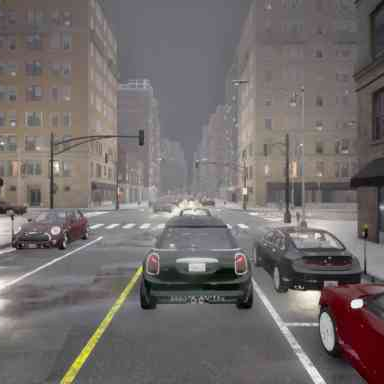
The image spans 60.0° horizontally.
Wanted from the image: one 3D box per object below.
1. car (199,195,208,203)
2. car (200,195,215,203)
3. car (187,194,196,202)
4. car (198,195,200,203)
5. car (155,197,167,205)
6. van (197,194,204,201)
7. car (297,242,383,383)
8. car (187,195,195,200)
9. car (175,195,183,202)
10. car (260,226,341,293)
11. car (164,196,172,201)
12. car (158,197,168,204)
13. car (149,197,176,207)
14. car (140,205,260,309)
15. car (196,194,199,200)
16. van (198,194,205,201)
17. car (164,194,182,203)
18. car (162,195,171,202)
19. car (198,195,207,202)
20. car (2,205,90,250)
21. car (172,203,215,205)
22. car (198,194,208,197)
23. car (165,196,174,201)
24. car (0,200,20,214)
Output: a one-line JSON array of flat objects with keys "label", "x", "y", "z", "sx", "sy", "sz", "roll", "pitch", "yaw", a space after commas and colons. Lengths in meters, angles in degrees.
[{"label": "car", "x": 2.503, "y": 1.541, "z": 74.575, "sx": 1.967, "sy": 1.590, "sz": 4.097, "roll": 0, "pitch": 0, "yaw": 0}, {"label": "car", "x": 2.661, "y": 1.590, "z": 52.547, "sx": 1.887, "sy": 1.381, "sz": 4.507, "roll": 0, "pitch": 0, "yaw": 0}, {"label": "car", "x": -0.207, "y": 1.706, "z": 80.049, "sx": 1.895, "sy": 1.301, "sz": 4.718, "roll": 0, "pitch": 0, "yaw": 0}, {"label": "car", "x": 2.622, "y": 1.622, "z": 58.053, "sx": 1.947, "sy": 1.339, "sz": 4.313, "roll": 0, "pitch": 0, "yaw": 0}, {"label": "car", "x": -5.943, "y": 1.613, "z": 63.505, "sx": 1.887, "sy": 1.381, "sz": 4.507, "roll": 0, "pitch": 0, "yaw": 0}, {"label": "van", "x": 2.385, "y": 1.503, "z": 91.096, "sx": 1.690, "sy": 1.788, "sz": 3.998, "roll": 0, "pitch": 0, "yaw": 0}, {"label": "car", "x": 2.682, "y": 1.545, "z": 3.128, "sx": 1.887, "sy": 1.381, "sz": 4.507, "roll": 0, "pitch": 0, "yaw": 0}, {"label": "car", "x": -0.279, "y": 1.543, "z": 90.025, "sx": 1.994, "sy": 1.385, "sz": 4.181, "roll": 0, "pitch": 0, "yaw": 0}, {"label": "car", "x": -3.224, "y": 1.593, "z": 82.310, "sx": 1.882, "sy": 1.535, "sz": 5.008, "roll": 0, "pitch": 0, "yaw": 0}, {"label": "car", "x": 2.694, "y": 1.553, "z": 8.620, "sx": 2.008, "sy": 1.369, "sz": 4.403, "roll": 0, "pitch": 0, "yaw": 0}, {"label": "car", "x": -6.101, "y": 1.721, "z": 85.537, "sx": 1.802, "sy": 1.307, "sz": 4.206, "roll": 0, "pitch": 0, "yaw": 0}, {"label": "car", "x": -5.983, "y": 1.665, "z": 69.013, "sx": 1.802, "sy": 1.307, "sz": 4.206, "roll": 0, "pitch": 0, "yaw": 0}, {"label": "car", "x": -3.023, "y": 1.519, "z": 35.199, "sx": 1.837, "sy": 1.490, "sz": 4.892, "roll": 0, "pitch": -1, "yaw": 0}, {"label": "car", "x": 0.066, "y": 1.355, "z": 8.017, "sx": 2.097, "sy": 1.767, "sz": 4.553, "roll": 0, "pitch": 0, "yaw": -1}, {"label": "car", "x": 2.543, "y": 1.399, "z": 69.068, "sx": 2.192, "sy": 1.841, "sz": 5.009, "roll": 0, "pitch": 0, "yaw": 0}, {"label": "van", "x": 2.425, "y": 1.481, "z": 85.590, "sx": 1.690, "sy": 1.788, "sz": 3.998, "roll": 0, "pitch": 0, "yaw": 0}, {"label": "car", "x": -3.101, "y": 1.396, "z": 52.026, "sx": 2.097, "sy": 1.767, "sz": 4.553, "roll": 0, "pitch": 0, "yaw": 0}, {"label": "car", "x": -6.061, "y": 1.559, "z": 80.029, "sx": 1.967, "sy": 1.590, "sz": 4.097, "roll": 0, "pitch": 0, "yaw": 0}, {"label": "car", "x": 2.464, "y": 1.559, "z": 80.081, "sx": 1.967, "sy": 1.590, "sz": 4.097, "roll": 0, "pitch": 0, "yaw": 0}, {"label": "car", "x": -5.818, "y": 1.445, "z": 14.127, "sx": 1.967, "sy": 1.590, "sz": 4.097, "roll": 0, "pitch": 0, "yaw": 0}, {"label": "car", "x": 0.133, "y": 1.497, "z": 15.319, "sx": 2.128, "sy": 1.511, "sz": 4.902, "roll": 0, "pitch": 0, "yaw": 0}, {"label": "car", "x": 2.581, "y": 1.595, "z": 63.731, "sx": 1.752, "sy": 1.417, "sz": 4.829, "roll": 0, "pitch": 0, "yaw": 0}, {"label": "car", "x": -6.141, "y": 1.728, "z": 91.045, "sx": 1.947, "sy": 1.339, "sz": 4.313, "roll": 0, "pitch": 0, "yaw": 0}, {"label": "car", "x": -17.605, "y": 1.404, "z": 30.165, "sx": 5.008, "sy": 1.535, "sz": 1.882, "roll": 0, "pitch": 0, "yaw": -2}]
